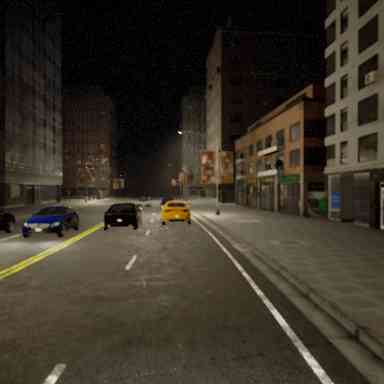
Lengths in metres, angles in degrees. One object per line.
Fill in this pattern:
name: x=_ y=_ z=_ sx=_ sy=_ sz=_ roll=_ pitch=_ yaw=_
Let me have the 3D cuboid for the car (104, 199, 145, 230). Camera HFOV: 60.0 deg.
car: x=-4.158 y=1.402 z=20.553 sx=1.882 sy=1.535 sz=5.008 roll=0 pitch=0 yaw=-5

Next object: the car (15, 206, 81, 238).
car: x=-7.223 y=1.466 z=17.577 sx=1.812 sy=1.442 sz=4.674 roll=0 pitch=0 yaw=-4

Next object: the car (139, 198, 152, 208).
car: x=-6.552 y=1.439 z=45.864 sx=1.895 sy=1.301 sz=4.718 roll=0 pitch=0 yaw=-6

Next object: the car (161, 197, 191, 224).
car: x=-1.186 y=1.385 z=23.780 sx=1.882 sy=1.535 sz=5.008 roll=0 pitch=0 yaw=-5

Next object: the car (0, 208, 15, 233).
car: x=-10.412 y=1.475 z=16.400 sx=1.812 sy=1.442 sz=4.674 roll=0 pitch=0 yaw=-4
